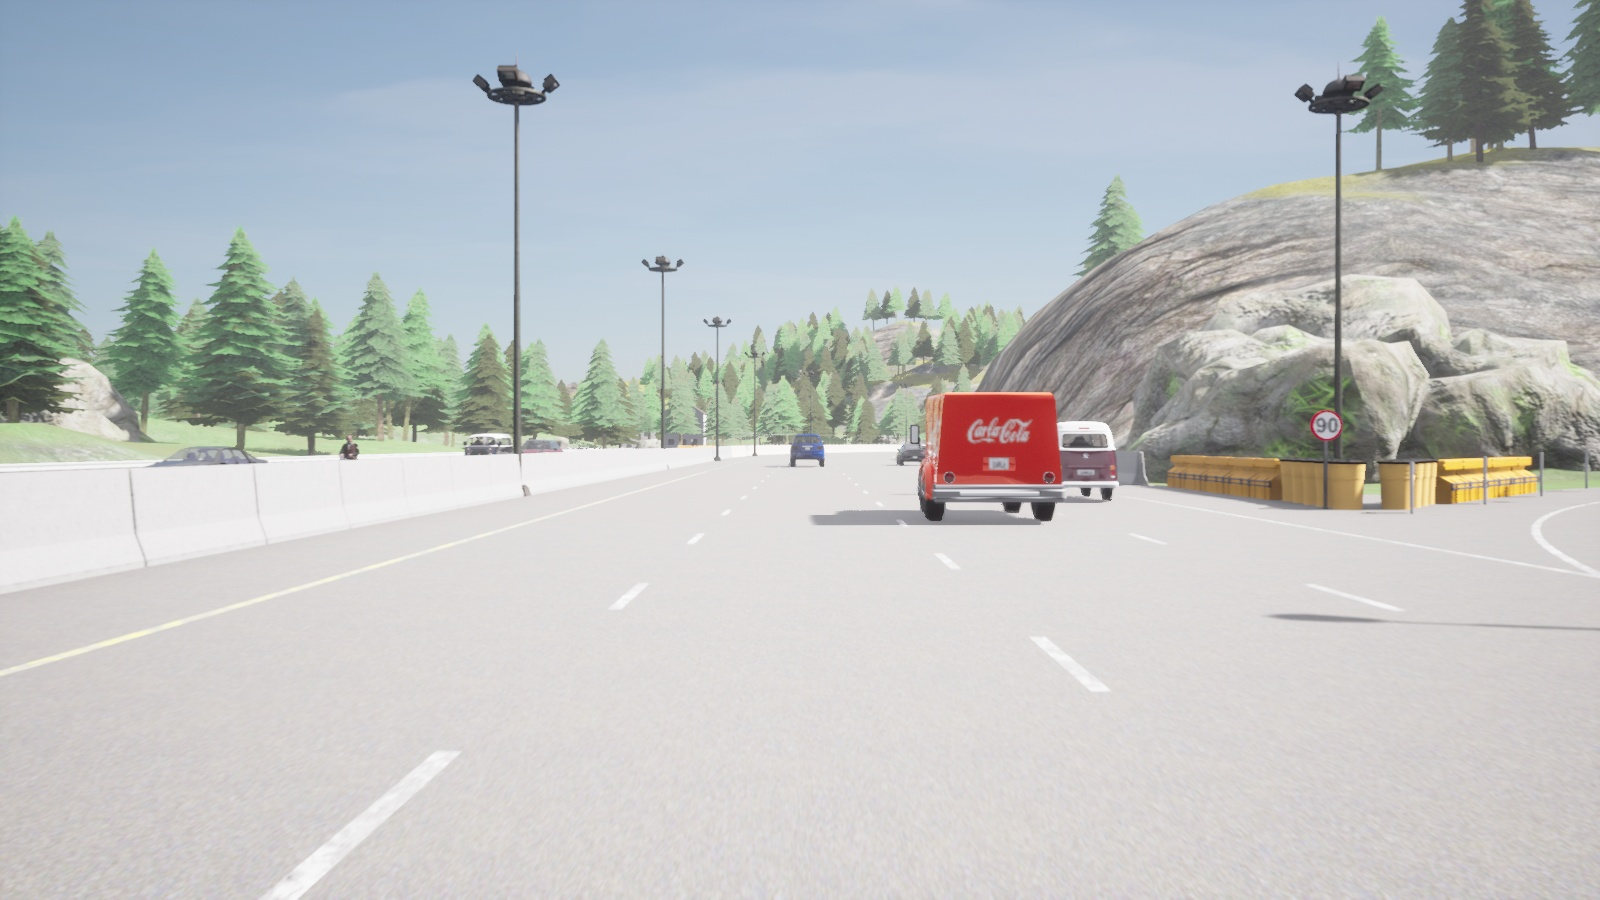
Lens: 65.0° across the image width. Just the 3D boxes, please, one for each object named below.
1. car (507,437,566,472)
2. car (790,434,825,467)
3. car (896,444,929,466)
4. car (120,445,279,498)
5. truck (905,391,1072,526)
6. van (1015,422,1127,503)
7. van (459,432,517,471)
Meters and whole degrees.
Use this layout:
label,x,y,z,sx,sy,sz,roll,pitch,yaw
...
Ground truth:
label,x,y,z,sx,sy,sz,roll,pitch,yaw
car,-13.615,0.227,65.122,2.097,1.767,4.553,0,0,0
car,0.477,0.008,81.213,2.150,2.045,5.566,0,0,0
car,7.494,0.303,84.270,1.812,1.442,4.674,0,0,0
car,-17.278,0.575,36.473,2.033,1.411,5.357,0,0,0
truck,3.661,0.123,25.565,2.627,2.467,5.204,0,1,0
van,7.208,0.287,33.851,2.069,2.038,4.480,0,1,0
van,-17.093,0.067,68.993,2.069,2.038,4.480,0,0,0
